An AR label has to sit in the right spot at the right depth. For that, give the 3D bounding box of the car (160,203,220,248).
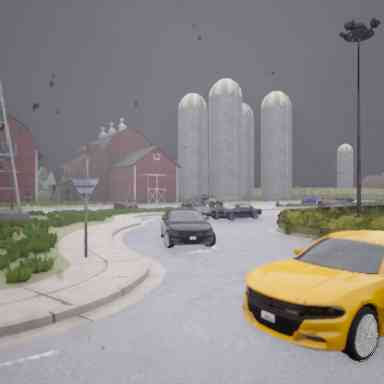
[{"bbox_3d":[-0.364,1.476,15.043,1.882,1.535,5.008,0,0,-9],"label":"car"}]

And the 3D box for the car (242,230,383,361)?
[{"bbox_3d":[3.140,1.476,6.068,5.008,1.535,1.882,0,0,-34],"label":"car"}]

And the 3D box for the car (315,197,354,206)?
[{"bbox_3d":[15.401,1.557,35.116,4.181,1.385,1.994,0,0,-34],"label":"car"}]

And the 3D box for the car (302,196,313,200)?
[{"bbox_3d":[22.783,1.469,62.252,2.242,1.667,4.611,0,0,-34],"label":"car"}]

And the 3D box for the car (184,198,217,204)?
[{"bbox_3d":[0.169,1.517,30.613,1.784,1.438,3.905,0,0,-34],"label":"car"}]

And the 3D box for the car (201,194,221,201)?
[{"bbox_3d":[2.771,1.307,48.633,1.905,1.878,3.866,0,0,-34],"label":"car"}]

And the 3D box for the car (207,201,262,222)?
[{"bbox_3d":[3.498,1.597,26.536,4.718,1.301,1.895,0,0,-43],"label":"car"}]

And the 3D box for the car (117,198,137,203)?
[{"bbox_3d":[-8.055,1.502,40.577,1.816,1.474,4.193,0,0,-34],"label":"car"}]

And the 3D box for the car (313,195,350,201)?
[{"bbox_3d":[18.652,1.302,43.409,1.932,1.855,4.605,0,0,-34],"label":"car"}]
